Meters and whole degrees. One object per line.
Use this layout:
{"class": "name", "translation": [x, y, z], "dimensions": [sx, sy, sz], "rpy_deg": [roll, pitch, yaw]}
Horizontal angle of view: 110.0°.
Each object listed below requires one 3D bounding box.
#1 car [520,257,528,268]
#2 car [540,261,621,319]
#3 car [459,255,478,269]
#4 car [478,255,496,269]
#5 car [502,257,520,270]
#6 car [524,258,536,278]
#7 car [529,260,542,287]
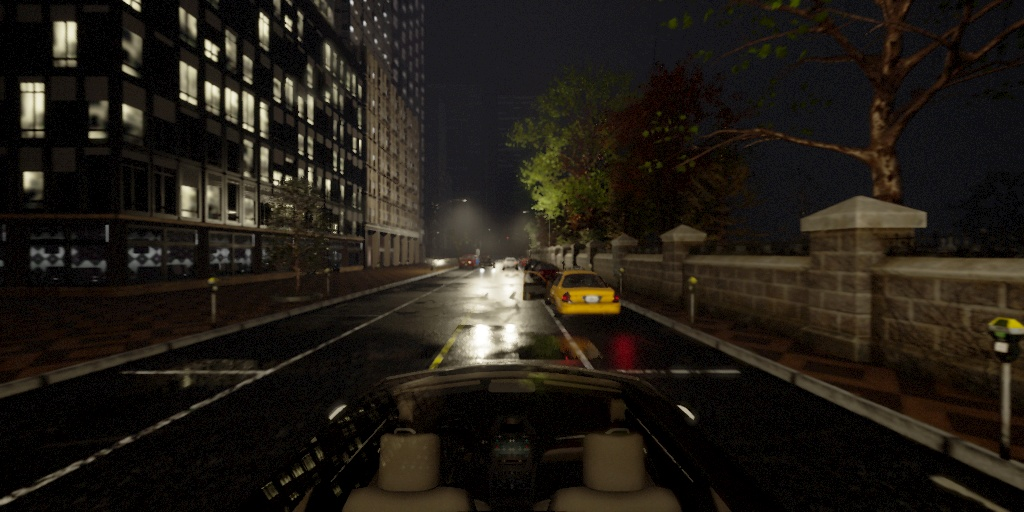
{"class": "car", "translation": [2.280, 1.041, 42.070], "dimensions": [1.948, 1.339, 4.313], "rpy_deg": [0, 0, 0]}
{"class": "car", "translation": [2.184, 1.135, 12.424], "dimensions": [1.801, 1.575, 5.366], "rpy_deg": [0, 0, 0]}
{"class": "car", "translation": [-5.792, 0.753, 47.652], "dimensions": [2.192, 1.841, 5.009], "rpy_deg": [0, 0, 0]}
{"class": "car", "translation": [-3.114, 0.943, 47.763], "dimensions": [1.837, 1.490, 4.892], "rpy_deg": [0, 0, 0]}
{"class": "car", "translation": [-0.213, 0.984, 44.807], "dimensions": [1.812, 1.442, 4.674], "rpy_deg": [0, 0, -2]}
{"class": "car", "translation": [2.372, 1.118, 30.971], "dimensions": [1.948, 1.339, 4.313], "rpy_deg": [0, 0, 0]}
{"class": "car", "translation": [2.419, 1.172, 25.421], "dimensions": [1.802, 1.307, 4.207], "rpy_deg": [0, 0, 0]}
